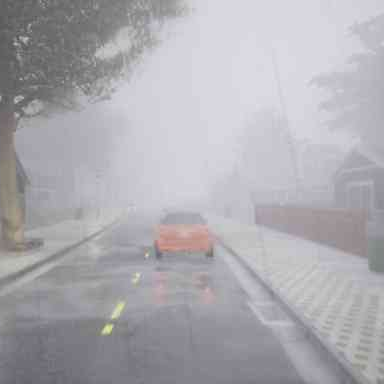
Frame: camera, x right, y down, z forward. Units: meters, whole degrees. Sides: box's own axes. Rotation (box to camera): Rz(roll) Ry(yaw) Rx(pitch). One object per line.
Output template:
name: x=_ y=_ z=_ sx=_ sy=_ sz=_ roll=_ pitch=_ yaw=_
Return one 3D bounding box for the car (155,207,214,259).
car: x=-0.362 y=1.504 z=13.526 sx=2.097 sy=1.767 sz=4.553 roll=0 pitch=-1 yaw=-3

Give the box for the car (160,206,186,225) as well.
car: x=-1.692 y=1.921 z=28.377 sx=1.895 sy=1.301 sz=4.718 roll=0 pitch=-1 yaw=-6

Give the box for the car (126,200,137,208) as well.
car: x=-11.561 y=2.286 z=63.420 sx=1.994 sy=1.385 sz=4.181 roll=0 pitch=-1 yaw=-15
